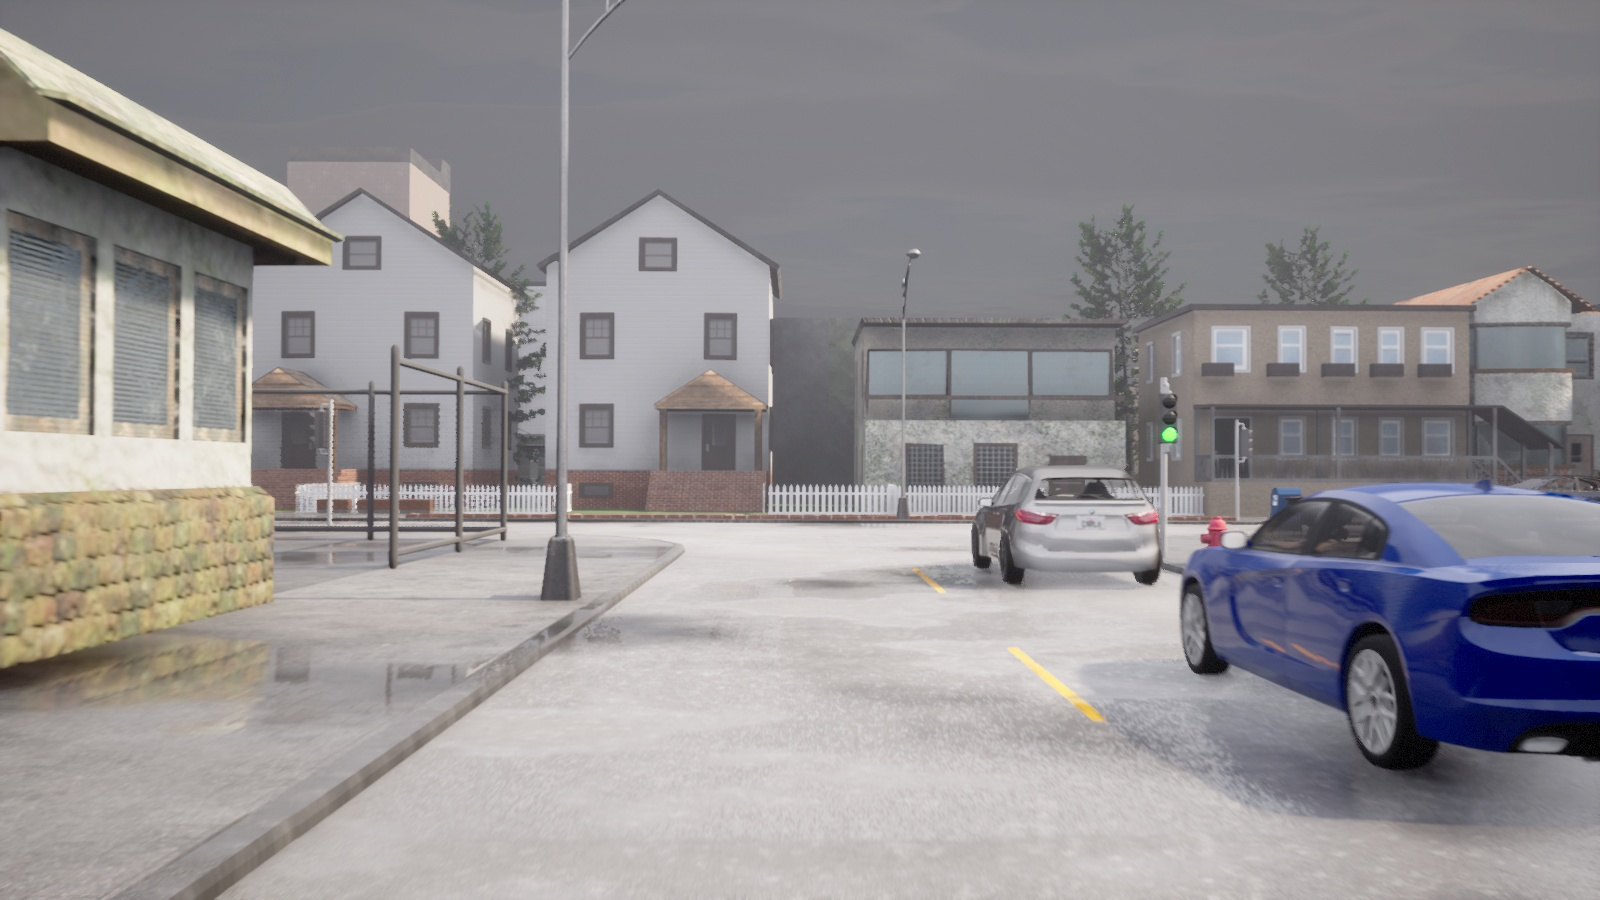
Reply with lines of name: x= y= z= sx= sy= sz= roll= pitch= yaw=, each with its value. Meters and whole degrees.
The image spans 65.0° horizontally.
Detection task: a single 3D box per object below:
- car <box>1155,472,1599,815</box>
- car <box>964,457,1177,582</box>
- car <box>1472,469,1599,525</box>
car: x=3.981 y=0.919 z=8.196 sx=1.882 sy=1.535 sz=5.008 roll=0 pitch=-1 yaw=0
car: x=3.952 y=0.977 z=19.256 sx=2.242 sy=1.667 sz=4.611 roll=0 pitch=-1 yaw=0
car: x=21.707 y=1.333 z=36.216 sx=3.705 sy=1.549 sz=1.789 roll=0 pitch=-1 yaw=-1
